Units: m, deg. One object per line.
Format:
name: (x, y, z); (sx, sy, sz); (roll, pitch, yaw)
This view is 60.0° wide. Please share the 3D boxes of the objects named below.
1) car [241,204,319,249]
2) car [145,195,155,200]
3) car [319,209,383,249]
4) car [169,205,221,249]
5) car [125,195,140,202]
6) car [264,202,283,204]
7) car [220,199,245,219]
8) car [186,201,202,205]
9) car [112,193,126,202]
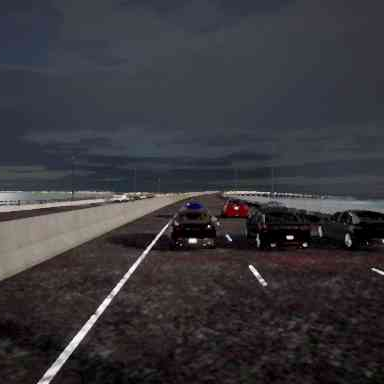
car: (3.540, 1.483, 14.439); (1.882, 1.535, 5.008); (0, 0, 0)
car: (-9.465, 1.457, 75.518); (2.033, 1.411, 5.357); (0, 0, 2)
car: (7.040, 1.515, 14.421); (1.837, 1.490, 4.892); (0, 0, 0)
car: (0.040, 1.515, 14.458); (1.837, 1.490, 4.892); (0, 0, 0)
car: (-12.963, 1.443, 75.617); (2.128, 1.511, 4.902); (0, 0, 2)
car: (7.160, 1.557, 29.355); (2.033, 1.411, 5.357); (0, 0, 1)
car: (3.660, 1.360, 29.362); (2.097, 1.767, 4.553); (0, 0, 1)
car: (0.160, 1.527, 29.430); (1.812, 1.442, 4.674); (0, 0, 1)
car: (-16.463, 1.144, 75.687); (2.150, 2.045, 5.566); (0, 0, 2)
